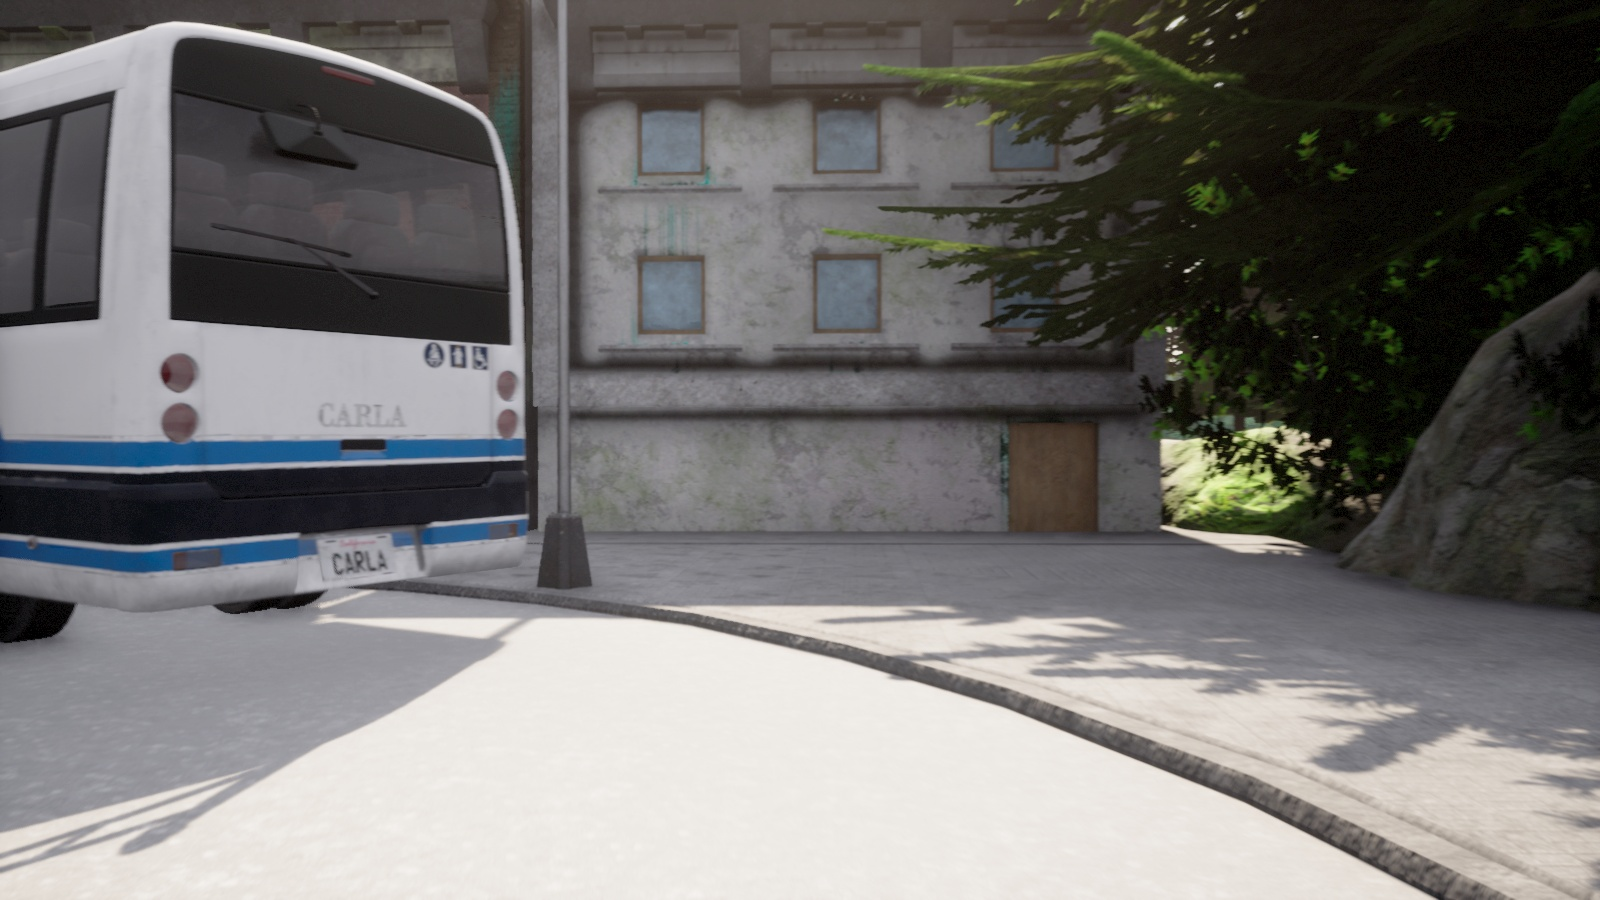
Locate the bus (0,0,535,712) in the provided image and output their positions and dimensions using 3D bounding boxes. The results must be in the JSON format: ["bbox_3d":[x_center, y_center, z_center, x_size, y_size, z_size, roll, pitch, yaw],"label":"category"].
[{"bbox_3d":[-7.602,-0.723,11.571,10.273,4.253,3.944,1,1,33],"label":"bus"}]
